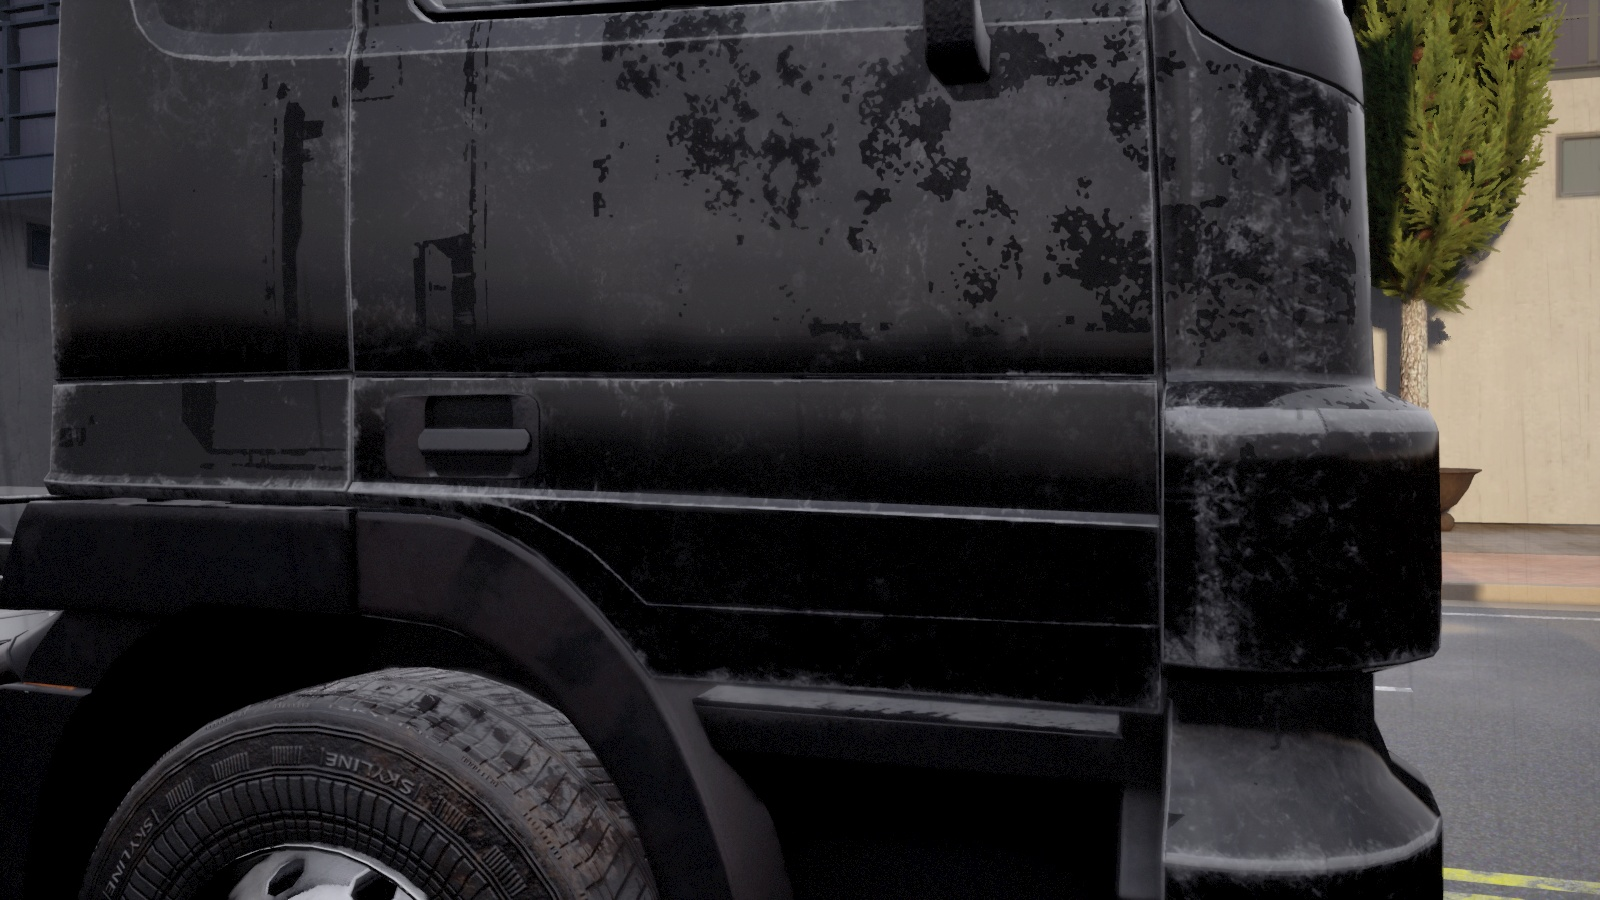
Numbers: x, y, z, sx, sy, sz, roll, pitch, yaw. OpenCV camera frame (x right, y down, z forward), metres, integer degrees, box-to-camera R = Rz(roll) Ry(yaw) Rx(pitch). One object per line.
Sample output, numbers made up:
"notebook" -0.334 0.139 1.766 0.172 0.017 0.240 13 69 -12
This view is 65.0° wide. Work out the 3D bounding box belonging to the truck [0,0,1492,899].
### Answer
"truck" -2.510 -0.230 4.057 7.936 3.462 2.891 1 1 19
